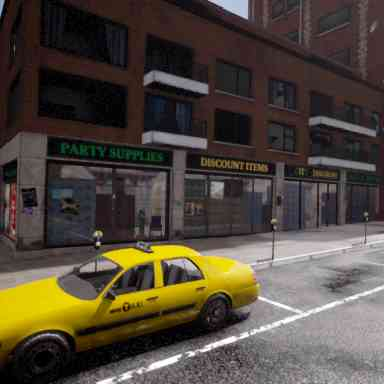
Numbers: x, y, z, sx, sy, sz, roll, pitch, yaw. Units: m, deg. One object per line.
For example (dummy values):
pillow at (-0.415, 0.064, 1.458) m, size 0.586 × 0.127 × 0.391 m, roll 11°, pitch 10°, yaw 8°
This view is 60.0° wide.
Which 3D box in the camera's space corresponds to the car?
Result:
car at (-1.025, 1.527, 5.341) m, size 4.829 × 1.417 × 1.752 m, roll 0°, pitch 2°, yaw -35°
